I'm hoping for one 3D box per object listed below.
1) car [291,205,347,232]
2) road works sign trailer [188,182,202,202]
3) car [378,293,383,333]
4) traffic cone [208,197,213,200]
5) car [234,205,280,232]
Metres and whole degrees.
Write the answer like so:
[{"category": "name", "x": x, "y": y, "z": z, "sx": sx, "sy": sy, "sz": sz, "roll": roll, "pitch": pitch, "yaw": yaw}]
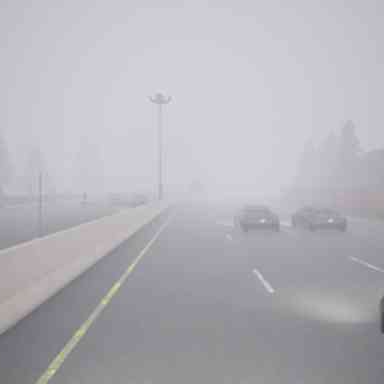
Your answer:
[{"category": "car", "x": 7.105, "y": 1.418, "z": 19.037, "sx": 1.994, "sy": 1.385, "sz": 4.181, "roll": 0, "pitch": 0, "yaw": 0}, {"category": "road works sign trailer", "x": 0.699, "y": 0.012, "z": 59.046, "sx": 2.380, "sy": 3.560, "sz": 2.880, "roll": 0, "pitch": 0, "yaw": 10}, {"category": "car", "x": 3.602, "y": 1.482, "z": 2.849, "sx": 1.837, "sy": 1.490, "sz": 4.892, "roll": 0, "pitch": 0, "yaw": 0}, {"category": "traffic cone", "x": 3.433, "y": 1.453, "z": 65.671, "sx": 0.340, "sy": 0.580, "sz": 0.340, "roll": 0, "pitch": 0, "yaw": 10}, {"category": "car", "x": 3.605, "y": 1.418, "z": 18.970, "sx": 1.994, "sy": 1.385, "sz": 4.181, "roll": 0, "pitch": 0, "yaw": 0}]
